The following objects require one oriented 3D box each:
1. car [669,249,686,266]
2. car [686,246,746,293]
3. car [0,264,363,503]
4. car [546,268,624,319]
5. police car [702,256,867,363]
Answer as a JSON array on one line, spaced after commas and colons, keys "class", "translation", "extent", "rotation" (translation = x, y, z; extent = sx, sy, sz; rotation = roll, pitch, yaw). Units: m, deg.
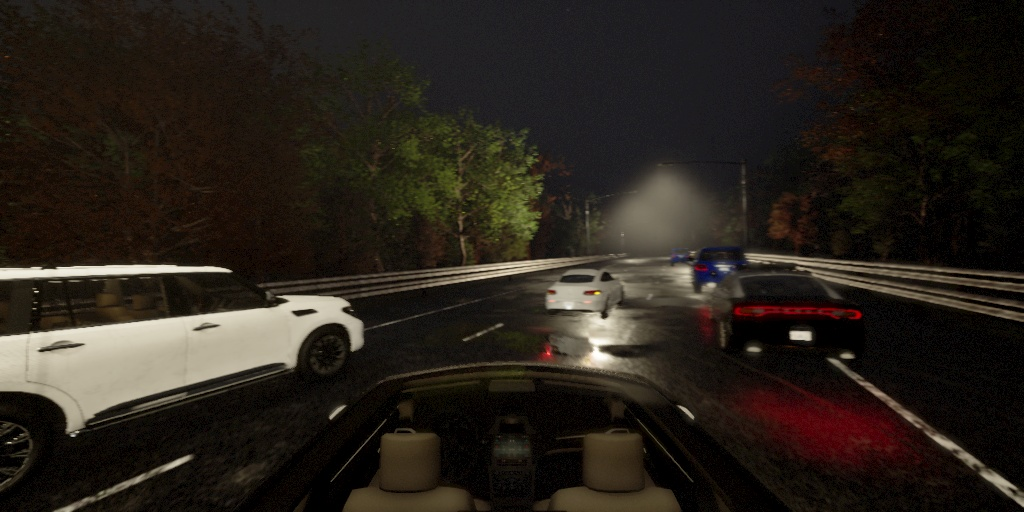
[{"class": "car", "translation": [20.124, 0.136, 42.840], "extent": [2.150, 2.045, 5.566], "rotation": [-2, 0, 24]}, {"class": "car", "translation": [9.632, 0.574, 16.851], "extent": [2.150, 2.045, 5.566], "rotation": [-2, 0, 25]}, {"class": "car", "translation": [-4.745, 1.114, 4.767], "extent": [2.150, 2.045, 5.566], "rotation": [-2, 0, 25]}, {"class": "car", "translation": [2.560, 1.136, 12.094], "extent": [1.812, 1.442, 4.674], "rotation": [-2, 0, 25]}, {"class": "police car", "translation": [5.459, 0.957, 7.786], "extent": [1.930, 1.638, 5.238], "rotation": [-2, 0, 25]}]
